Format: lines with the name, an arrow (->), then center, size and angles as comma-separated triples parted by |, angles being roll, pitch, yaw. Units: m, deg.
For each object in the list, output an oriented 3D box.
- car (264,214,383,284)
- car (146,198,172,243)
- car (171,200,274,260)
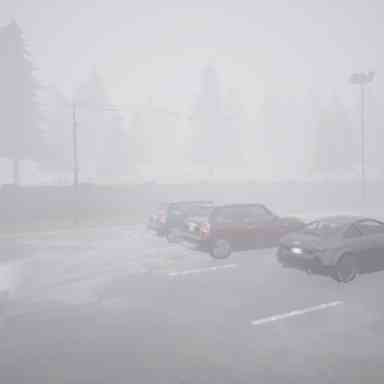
car -> 4.305, 1.329, 8.868 | 4.181, 1.385, 1.994 | -2, 1, -26
car -> 0.341, 1.108, 14.722 | 4.553, 1.767, 2.097 | -2, 1, -26
car -> 1.880, 1.126, 11.577 | 4.553, 1.767, 2.097 | -2, 1, -26
